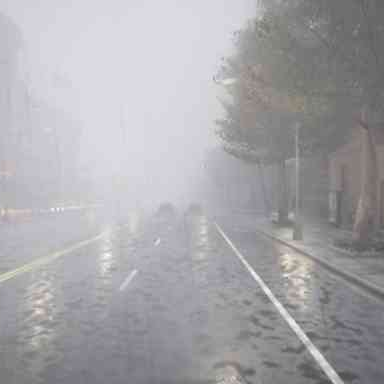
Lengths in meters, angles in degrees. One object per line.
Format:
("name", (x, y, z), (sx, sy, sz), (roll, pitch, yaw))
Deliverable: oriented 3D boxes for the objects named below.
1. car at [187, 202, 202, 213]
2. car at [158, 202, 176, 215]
("car", (0.338, 2.084, 45.477), (1.837, 1.490, 4.892), (0, -1, 0))
("car", (-3.180, 2.037, 41.723), (1.837, 1.490, 4.892), (0, 0, 0))
